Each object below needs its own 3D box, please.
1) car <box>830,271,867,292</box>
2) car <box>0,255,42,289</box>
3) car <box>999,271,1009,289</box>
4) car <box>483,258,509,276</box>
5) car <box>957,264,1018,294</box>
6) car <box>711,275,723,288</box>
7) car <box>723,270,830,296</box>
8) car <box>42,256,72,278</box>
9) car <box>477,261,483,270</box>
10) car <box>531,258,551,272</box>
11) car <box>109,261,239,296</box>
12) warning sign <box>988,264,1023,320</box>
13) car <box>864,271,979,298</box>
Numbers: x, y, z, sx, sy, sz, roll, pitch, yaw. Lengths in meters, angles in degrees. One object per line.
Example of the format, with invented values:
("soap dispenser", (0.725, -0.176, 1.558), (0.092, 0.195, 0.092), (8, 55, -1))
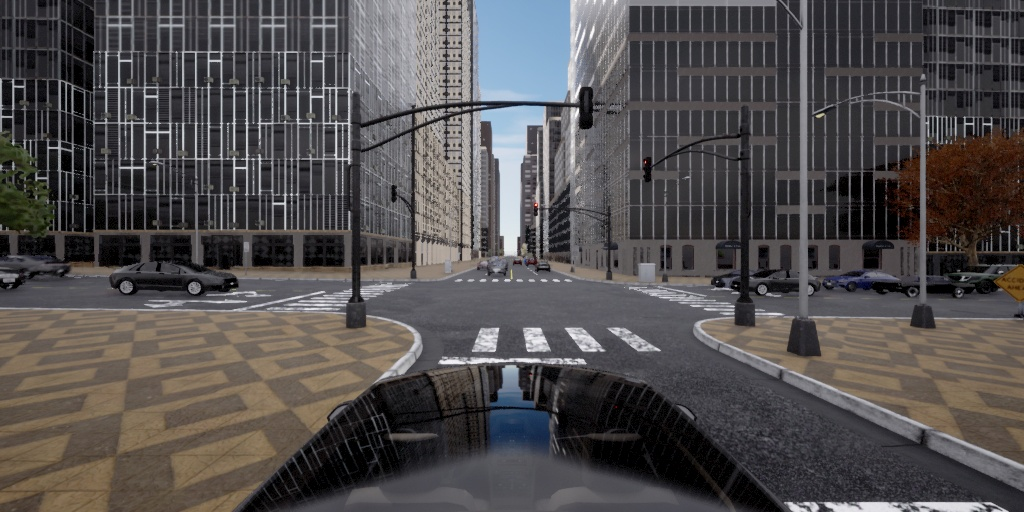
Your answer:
("car", (24.561, 1.741, 25.232), (4.674, 1.442, 1.812), (1, 0, -3))
("car", (-25.296, 0.802, 16.194), (4.902, 1.511, 2.128), (1, 0, -3))
("car", (34.124, 1.914, 22.418), (4.674, 1.442, 1.812), (1, 0, -2))
("car", (-1.517, 1.258, 37.335), (2.128, 1.511, 4.902), (0, 0, 0))
("car", (34.189, 1.610, 25.680), (5.566, 2.045, 2.150), (1, 0, -3))
("car", (16.160, 1.629, 24.839), (4.181, 1.385, 1.994), (1, 0, -3))
("car", (15.789, 1.564, 21.579), (4.892, 1.490, 1.837), (1, 0, -4))
("car", (-31.075, 0.695, 22.633), (4.902, 1.511, 2.128), (1, 0, -3))
("car", (-4.048, 1.342, 51.463), (1.802, 1.307, 4.207), (0, 0, 0))
("car", (3.907, 1.329, 45.974), (1.948, 1.339, 4.313), (0, 0, 0))
("car", (-15.512, 0.995, 16.649), (4.892, 1.490, 1.837), (1, 0, -3))
("warning sign", (17.270, 1.204, 12.178), (1.060, 1.860, 1.300), (0, 0, -3))
("car", (25.033, 1.826, 22.004), (4.718, 1.301, 1.895), (1, 0, -2))
